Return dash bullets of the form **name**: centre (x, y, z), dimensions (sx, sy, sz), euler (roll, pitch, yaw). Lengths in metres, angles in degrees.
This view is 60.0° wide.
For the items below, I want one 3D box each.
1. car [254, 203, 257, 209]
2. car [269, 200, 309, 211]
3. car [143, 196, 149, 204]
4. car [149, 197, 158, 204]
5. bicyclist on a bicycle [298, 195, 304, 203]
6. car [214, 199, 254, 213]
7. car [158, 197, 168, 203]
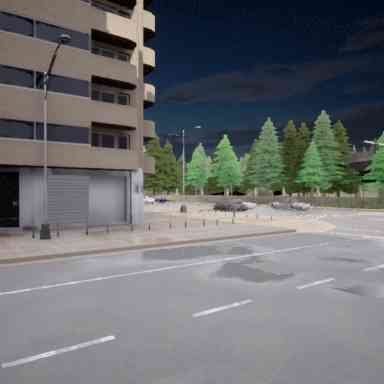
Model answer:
- **car**: centre (5.704, 1.545, 40.769), dimensions (1.895, 1.301, 4.718), euler (0, 0, -35)
- **car**: centre (11.310, 1.545, 39.210), dimensions (1.895, 1.301, 4.718), euler (0, 0, -35)
- **car**: centre (-10.210, 1.509, 58.092), dimensions (4.181, 1.385, 1.994), euler (0, 0, 33)
- **car**: centre (-9.092, 1.470, 61.504), dimensions (4.674, 1.442, 1.812), euler (0, 0, 30)
- **bicyclist on a bicycle**: centre (15.151, 1.245, 46.458), dimensions (1.656, 1.620, 0.582), euler (0, 0, -35)
- **car**: centre (4.300, 1.508, 36.622), dimensions (1.994, 1.385, 4.181), euler (0, 0, -35)
- **car**: centre (-7.154, 1.545, 64.451), dimensions (4.718, 1.301, 1.895), euler (0, 0, 31)
